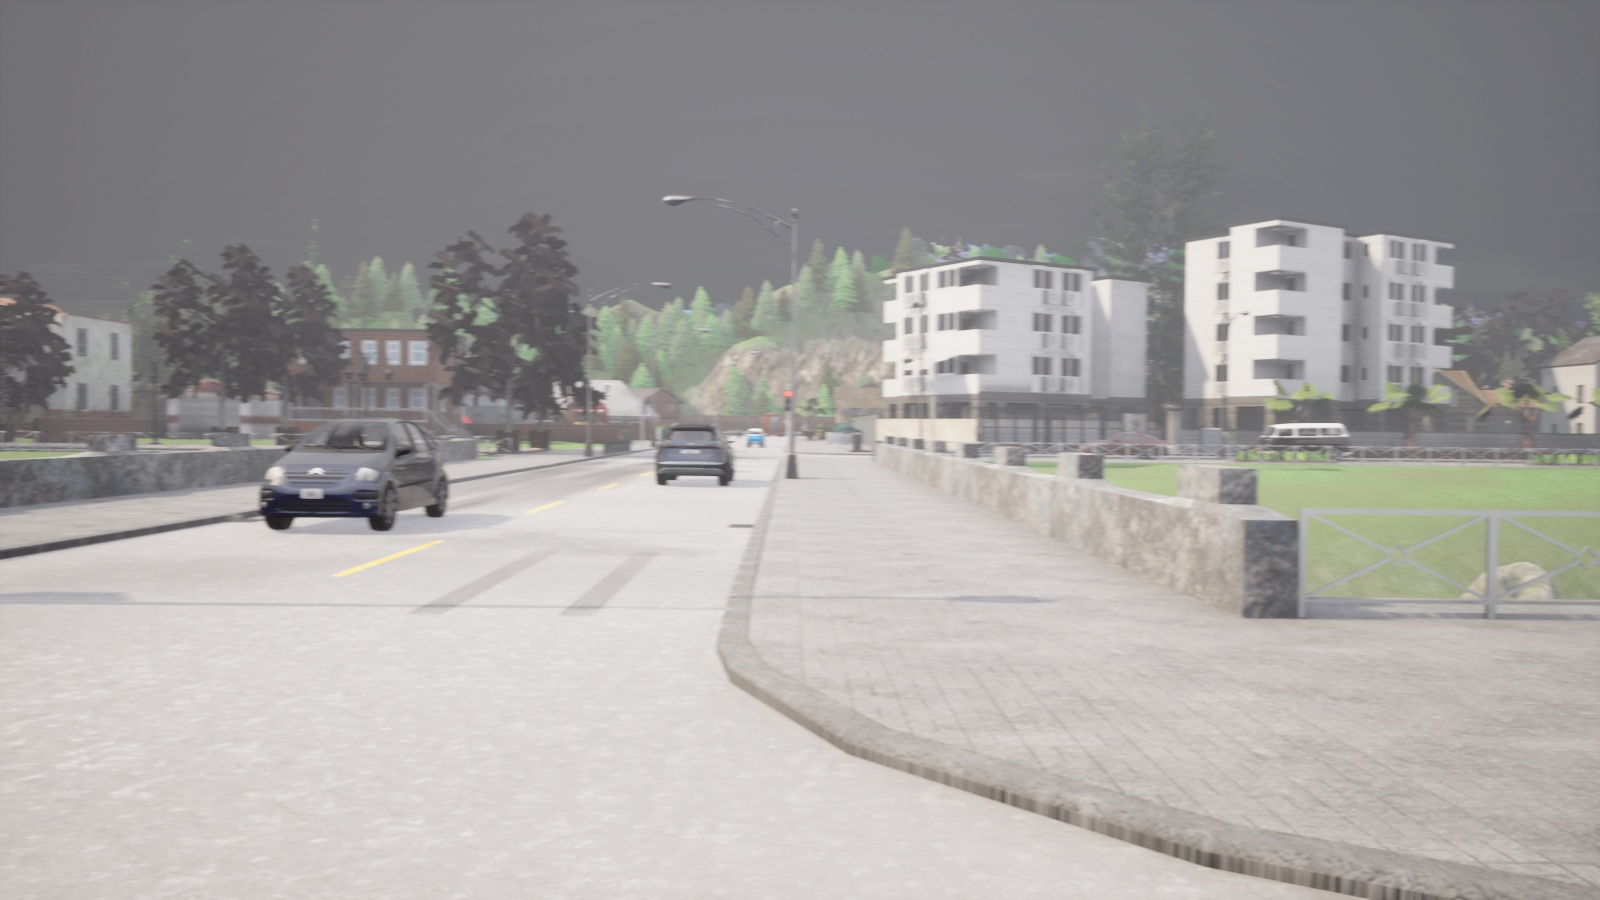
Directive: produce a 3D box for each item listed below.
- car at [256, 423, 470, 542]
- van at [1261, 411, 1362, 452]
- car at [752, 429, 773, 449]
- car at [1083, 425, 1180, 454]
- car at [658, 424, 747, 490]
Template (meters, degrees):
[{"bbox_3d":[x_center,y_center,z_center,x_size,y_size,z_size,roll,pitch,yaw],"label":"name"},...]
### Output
[{"bbox_3d":[-6.492,0.407,19.151,1.851,1.617,3.988,-1,1,0],"label":"car"},{"bbox_3d":[27.108,-0.981,66.604,4.480,2.038,2.069,-1,1,0],"label":"van"},{"bbox_3d":[-2.686,-0.790,90.597,1.481,1.376,2.207,-1,1,0],"label":"car"},{"bbox_3d":[17.551,-0.578,66.591,4.674,1.442,1.812,-1,1,0],"label":"car"},{"bbox_3d":[-2.532,0.129,33.816,2.033,1.649,4.856,-1,1,0],"label":"car"}]
